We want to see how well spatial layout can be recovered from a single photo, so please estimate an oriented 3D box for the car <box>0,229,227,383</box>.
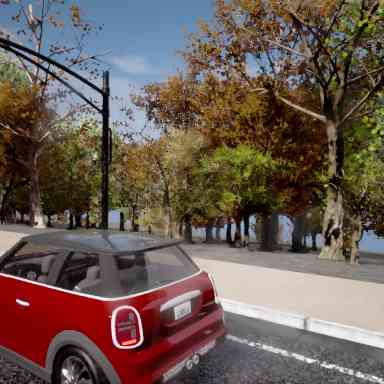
[{"bbox_3d":[-1.832,1.351,4.992,4.553,1.767,2.097,0,0,36],"label":"car"}]
